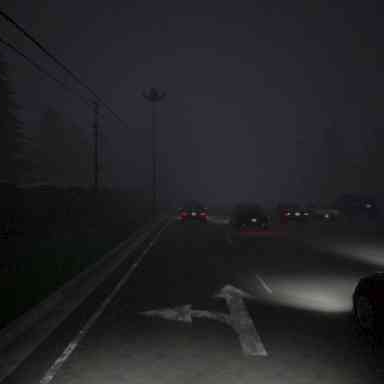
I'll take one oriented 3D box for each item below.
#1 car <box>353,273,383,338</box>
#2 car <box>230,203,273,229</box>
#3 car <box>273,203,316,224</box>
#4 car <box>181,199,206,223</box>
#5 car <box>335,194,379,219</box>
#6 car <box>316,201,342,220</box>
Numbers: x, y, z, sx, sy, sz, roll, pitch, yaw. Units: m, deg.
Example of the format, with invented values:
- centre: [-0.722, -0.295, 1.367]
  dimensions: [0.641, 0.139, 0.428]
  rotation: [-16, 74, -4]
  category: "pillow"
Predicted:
- centre: [3.602, 1.525, 3.654]
  dimensions: [1.812, 1.442, 4.674]
  rotation: [0, 0, 0]
  category: "car"
- centre: [3.609, 1.471, 21.785]
  dimensions: [1.882, 1.535, 5.008]
  rotation: [0, 0, 0]
  category: "car"
- centre: [7.110, 1.540, 24.980]
  dimensions: [2.033, 1.411, 5.357]
  rotation: [0, 0, 0]
  category: "car"
- centre: [0.111, 1.540, 25.118]
  dimensions: [2.033, 1.411, 5.357]
  rotation: [0, 0, 0]
  category: "car"
- centre: [14.112, 1.213, 29.275]
  dimensions: [2.150, 2.045, 5.566]
  rotation: [0, 0, 0]
  category: "car"
- centre: [10.612, 1.592, 28.388]
  dimensions: [1.895, 1.301, 4.718]
  rotation: [0, 0, 0]
  category: "car"
